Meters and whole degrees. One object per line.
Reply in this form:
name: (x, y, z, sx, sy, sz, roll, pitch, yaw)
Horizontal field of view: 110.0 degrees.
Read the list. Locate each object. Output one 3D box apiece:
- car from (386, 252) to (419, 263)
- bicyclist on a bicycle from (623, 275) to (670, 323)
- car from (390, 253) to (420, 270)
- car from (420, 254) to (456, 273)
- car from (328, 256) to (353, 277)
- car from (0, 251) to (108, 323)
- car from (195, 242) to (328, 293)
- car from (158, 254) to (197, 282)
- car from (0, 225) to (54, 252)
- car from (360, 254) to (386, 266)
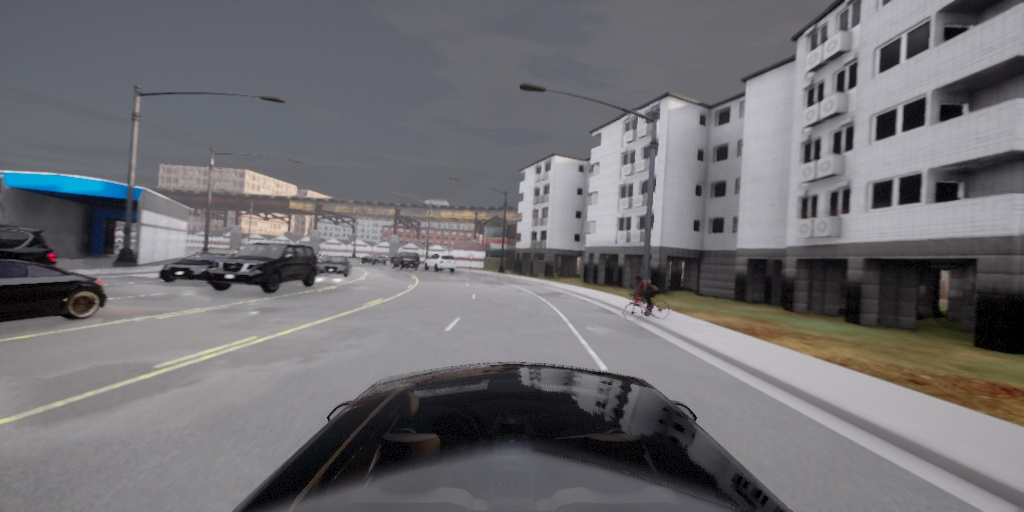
car: (-14.846, 0.426, 49.912, 2.150, 2.045, 5.566, 4, 0, -44)
bicyclist on a bicycle: (4.669, 1.492, 12.588, 1.656, 1.620, 0.582, -6, -1, 0)
car: (-12.292, 0.771, 41.183, 1.882, 1.535, 5.008, 4, 0, -34)
car: (-8.361, 0.764, 41.607, 2.150, 2.045, 5.566, 4, -1, -32)
car: (-12.708, 0.710, 25.890, 1.994, 1.385, 4.181, 4, 0, -18)
car: (-10.606, 0.689, 6.746, 1.994, 1.385, 4.181, 4, 0, 0)
car: (-10.732, 0.412, 16.101, 2.150, 2.045, 5.566, 4, 0, -5)
car: (-14.407, 0.535, 17.228, 1.994, 1.385, 4.181, 4, 0, -8)
car: (-14.014, 0.141, 7.832, 2.150, 2.045, 5.566, 4, 0, 1)
car: (-18.819, 0.439, 48.772, 4.902, 1.511, 2.128, 3, -1, 42)
